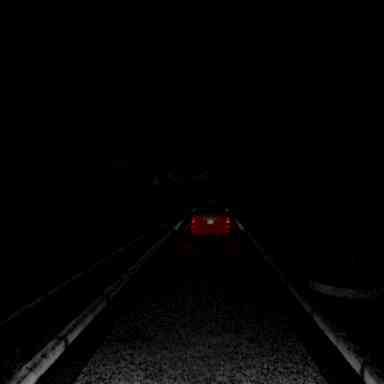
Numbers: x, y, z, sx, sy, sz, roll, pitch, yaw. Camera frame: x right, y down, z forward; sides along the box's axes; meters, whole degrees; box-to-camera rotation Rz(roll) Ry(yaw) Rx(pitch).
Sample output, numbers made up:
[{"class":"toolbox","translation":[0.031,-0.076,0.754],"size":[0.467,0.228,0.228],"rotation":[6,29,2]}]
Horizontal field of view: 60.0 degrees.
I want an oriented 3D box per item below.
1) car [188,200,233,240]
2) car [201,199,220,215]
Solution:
[{"class":"car","translation":[0.966,1.382,17.273],"size":[2.097,1.767,4.553],"rotation":[0,0,3]},{"class":"car","translation":[1.987,1.530,35.174],"size":[1.882,1.535,5.008],"rotation":[0,0,3]}]
